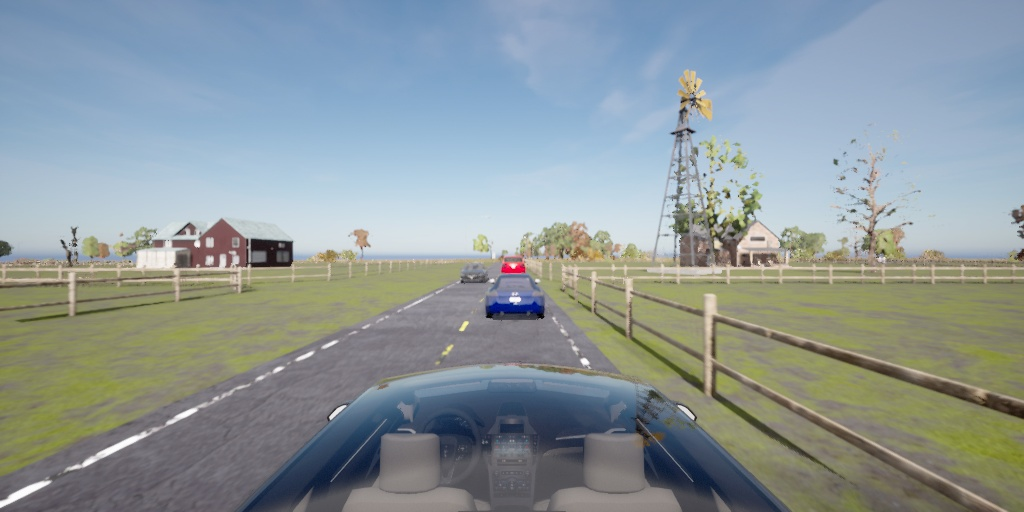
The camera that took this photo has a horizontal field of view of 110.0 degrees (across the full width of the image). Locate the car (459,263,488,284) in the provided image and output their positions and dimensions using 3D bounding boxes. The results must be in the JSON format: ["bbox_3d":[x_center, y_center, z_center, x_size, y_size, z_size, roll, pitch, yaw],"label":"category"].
[{"bbox_3d":[-2.823,1.276,27.436,1.837,1.490,4.892,0,0,0],"label":"car"}]

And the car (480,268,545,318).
[{"bbox_3d":[0.103,1.324,13.146,1.994,1.385,4.181,0,0,0],"label":"car"}]

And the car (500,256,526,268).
[{"bbox_3d":[0.116,0.995,32.814,2.150,2.045,5.566,0,0,0],"label":"car"}]
